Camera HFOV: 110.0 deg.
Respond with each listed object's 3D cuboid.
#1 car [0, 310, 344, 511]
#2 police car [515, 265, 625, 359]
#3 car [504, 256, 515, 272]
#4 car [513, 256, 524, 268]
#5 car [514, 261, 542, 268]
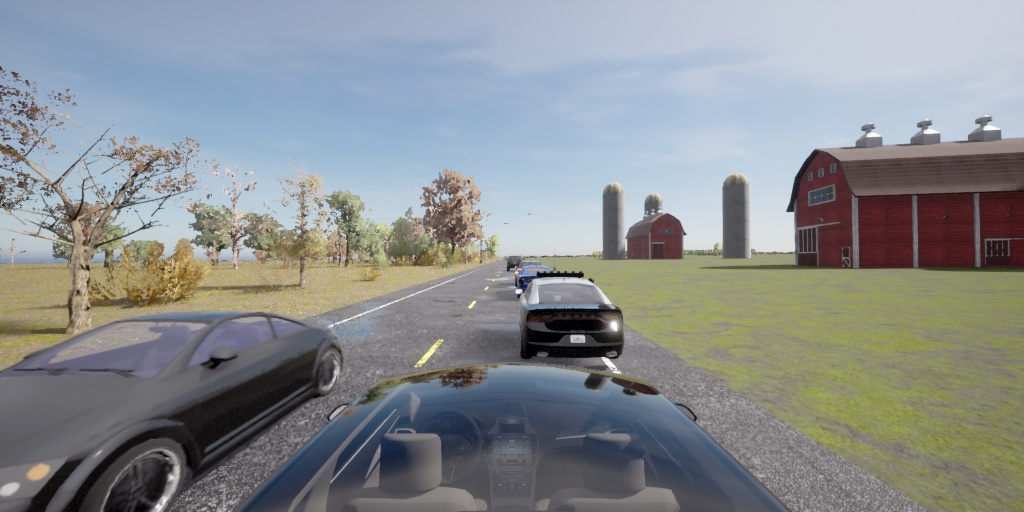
[{"bbox_3d":[-3.571,1.314,3.772,1.994,1.385,4.181,0,0,1],"label":"car"},{"bbox_3d":[1.119,1.176,8.556,1.930,1.638,5.238,0,0,0],"label":"police car"},{"bbox_3d":[0.431,0.962,47.358,2.150,2.045,5.566,0,0,1],"label":"car"},{"bbox_3d":[1.254,1.100,24.416,2.097,1.767,4.553,0,0,0],"label":"car"},{"bbox_3d":[1.204,1.228,18.446,1.882,1.535,5.008,0,0,0],"label":"car"}]
